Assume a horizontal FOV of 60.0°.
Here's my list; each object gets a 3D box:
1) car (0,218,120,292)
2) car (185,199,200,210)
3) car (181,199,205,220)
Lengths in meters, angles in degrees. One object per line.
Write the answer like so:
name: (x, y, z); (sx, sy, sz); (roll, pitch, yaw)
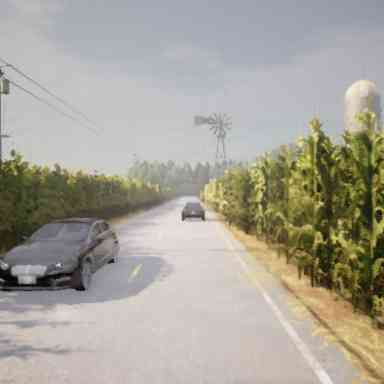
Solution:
car: (-3.289, 1.500, 9.102); (2.128, 1.511, 4.902); (0, 0, 0)
car: (0.115, 1.644, 44.276); (1.895, 1.301, 4.718); (0, 0, 0)
car: (0.108, 1.592, 28.247); (1.994, 1.385, 4.181); (0, 0, 0)
